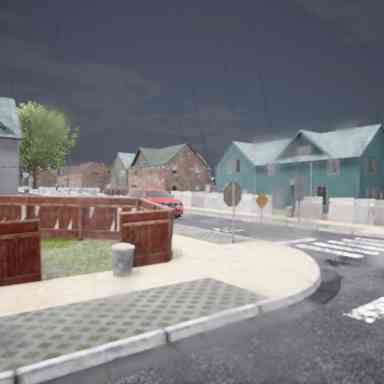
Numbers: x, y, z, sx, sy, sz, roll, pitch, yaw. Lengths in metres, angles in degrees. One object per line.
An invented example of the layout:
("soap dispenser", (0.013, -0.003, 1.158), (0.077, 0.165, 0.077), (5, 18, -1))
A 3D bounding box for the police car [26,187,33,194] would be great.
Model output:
("police car", (-39.592, -0.477, 81.733), (1.930, 1.638, 5.238), (1, 1, -35))

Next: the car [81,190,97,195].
("car", (-13.633, 0.551, 43.727), (1.882, 1.535, 5.008), (1, 1, -35))

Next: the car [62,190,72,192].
("car", (-19.733, 0.372, 52.209), (1.812, 1.442, 4.674), (1, 1, -35))

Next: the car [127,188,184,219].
("car", (-2.775, 0.751, 23.517), (2.150, 2.045, 5.566), (1, 1, -35))

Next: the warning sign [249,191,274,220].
("warning sign", (4.666, 0.845, 22.291), (1.300, 1.860, 1.060), (-1, 0, -35))
